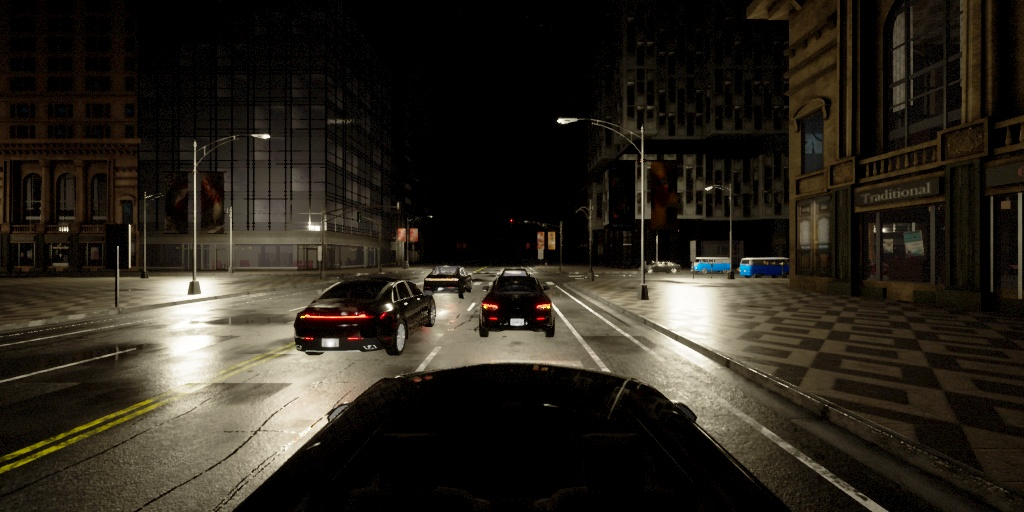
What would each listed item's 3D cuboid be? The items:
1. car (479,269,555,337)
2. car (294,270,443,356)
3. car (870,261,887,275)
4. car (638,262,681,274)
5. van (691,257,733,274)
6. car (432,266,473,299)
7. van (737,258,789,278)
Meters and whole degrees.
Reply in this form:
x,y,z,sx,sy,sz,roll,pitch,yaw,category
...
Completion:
x,y,z,sx,sy,sz,roll,pitch,yaw,category
0.123,1.276,10.115,1.812,1.442,4.674,0,0,0,car
-3.133,1.255,8.620,1.837,1.490,4.892,0,0,0,car
32.778,1.252,30.223,4.207,1.307,1.802,0,0,0,car
15.981,1.263,38.867,4.403,1.370,2.007,0,0,0,car
21.600,1.042,38.827,3.998,1.789,1.690,0,0,0,van
-3.106,1.241,18.034,2.128,1.511,4.902,0,0,0,car
21.540,1.032,30.303,3.998,1.789,1.690,0,0,0,van
